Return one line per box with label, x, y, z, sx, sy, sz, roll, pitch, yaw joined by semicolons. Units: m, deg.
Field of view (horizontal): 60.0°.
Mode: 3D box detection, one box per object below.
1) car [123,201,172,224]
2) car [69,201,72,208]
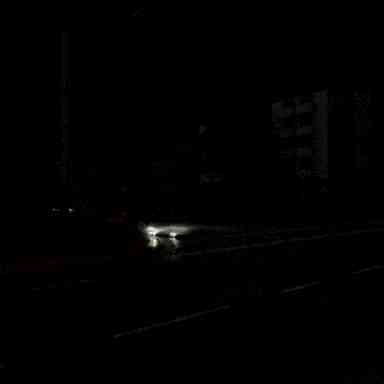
car;-3.337;1.435;24.425;1.882;1.535;5.008;0;0;-36
car;-18.280;1.506;46.840;2.033;1.411;5.357;0;0;-30
